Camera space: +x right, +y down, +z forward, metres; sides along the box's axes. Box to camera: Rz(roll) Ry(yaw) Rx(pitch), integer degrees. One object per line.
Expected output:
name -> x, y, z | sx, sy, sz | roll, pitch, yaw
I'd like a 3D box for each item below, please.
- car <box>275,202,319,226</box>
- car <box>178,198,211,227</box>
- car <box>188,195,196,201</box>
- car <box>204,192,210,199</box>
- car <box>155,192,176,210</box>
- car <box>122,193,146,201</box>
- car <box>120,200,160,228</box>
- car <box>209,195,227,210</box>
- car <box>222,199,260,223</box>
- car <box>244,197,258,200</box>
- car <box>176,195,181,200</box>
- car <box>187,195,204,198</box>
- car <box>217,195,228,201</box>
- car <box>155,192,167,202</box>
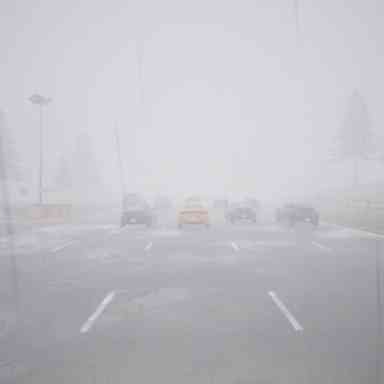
car -> 7.096, 1.452, 22.823 | 1.837, 1.490, 4.892 | 0, 0, 0
car -> 0.096, 1.426, 22.101 | 1.882, 1.535, 5.008 | 0, 0, 0
car -> -0.011, 1.347, 76.077 | 1.812, 1.442, 4.674 | 0, 0, 0
car -> 3.489, 1.298, 77.327 | 1.882, 1.535, 5.008 | 0, 0, 0
car -> -3.406, 1.258, 40.389 | 2.097, 1.767, 4.553 | 0, 0, 0
car -> -6.905, 1.128, 40.056 | 2.150, 2.045, 5.566 | 0, 0, 0
car -> -3.418, 1.475, 21.656 | 1.812, 1.442, 4.674 | 0, 0, 0
car -> 3.594, 1.379, 42.283 | 1.882, 1.535, 5.008 | 0, 0, 0
car -> 3.582, 1.468, 24.887 | 1.812, 1.442, 4.674 | 0, 0, 0
car -> 7.095, 1.410, 40.733 | 1.837, 1.490, 4.892 | 0, 0, 0
car -> -3.511, 1.347, 76.076 | 1.812, 1.442, 4.674 | 0, 0, 0
car -> 0.094, 1.258, 40.406 | 2.097, 1.767, 4.553 | 0, 0, 0
car -> 6.989, 1.363, 76.078 | 2.033, 1.411, 5.357 | 0, 0, 0
car -> -7.010, 1.048, 75.272 | 2.150, 2.045, 5.566 | 0, 0, 0
